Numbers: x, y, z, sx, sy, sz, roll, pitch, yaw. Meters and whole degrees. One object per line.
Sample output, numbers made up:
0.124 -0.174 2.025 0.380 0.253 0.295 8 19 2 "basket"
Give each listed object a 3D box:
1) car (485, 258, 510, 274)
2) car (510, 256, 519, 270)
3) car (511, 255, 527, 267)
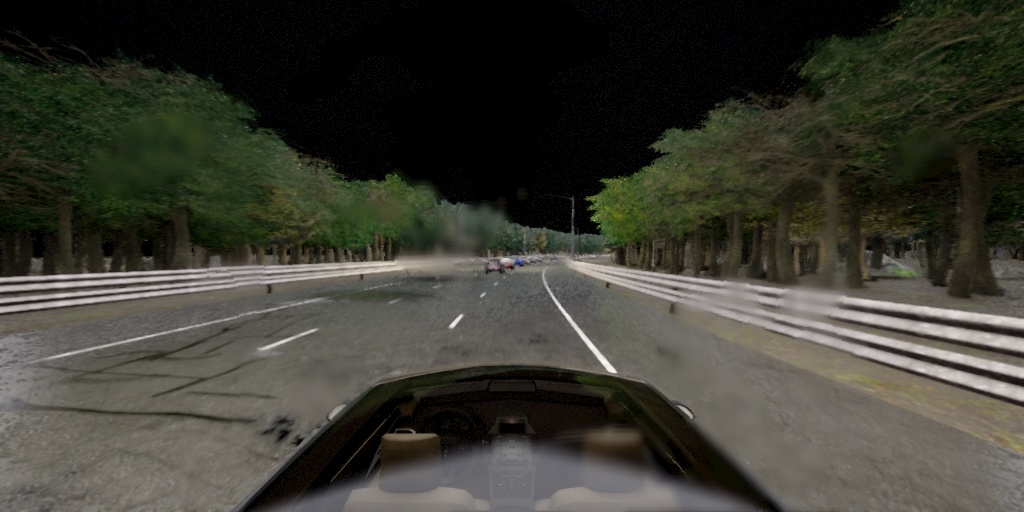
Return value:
-1.802 1.129 40.191 2.033 1.649 4.856 0 0 5 "car"
-0.656 1.191 51.018 2.163 1.488 4.792 0 0 7 "car"
0.777 0.864 61.778 2.150 2.045 5.566 0 0 8 "car"
